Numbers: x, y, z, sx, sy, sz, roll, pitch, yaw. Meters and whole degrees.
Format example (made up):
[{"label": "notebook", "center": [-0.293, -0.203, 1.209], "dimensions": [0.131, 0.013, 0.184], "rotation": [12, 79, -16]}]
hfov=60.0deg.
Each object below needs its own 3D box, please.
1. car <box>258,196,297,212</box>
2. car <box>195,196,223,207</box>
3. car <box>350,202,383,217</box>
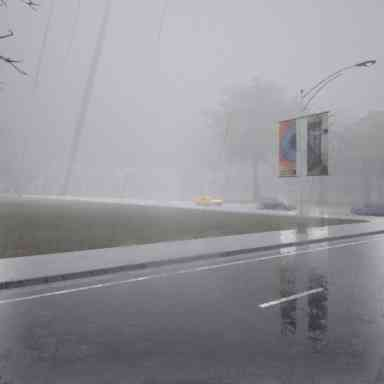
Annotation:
[{"label": "car", "center": [9.996, 1.332, 38.900], "dimensions": [2.097, 1.767, 4.553], "rotation": [0, 0, -36]}, {"label": "car", "center": [2.485, 1.418, 49.183], "dimensions": [1.882, 1.535, 5.008], "rotation": [0, 0, -36]}, {"label": "car", "center": [16.739, 1.571, 29.162], "dimensions": [2.033, 1.411, 5.357], "rotation": [0, 0, -32]}]
